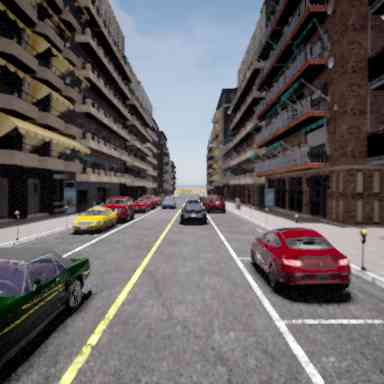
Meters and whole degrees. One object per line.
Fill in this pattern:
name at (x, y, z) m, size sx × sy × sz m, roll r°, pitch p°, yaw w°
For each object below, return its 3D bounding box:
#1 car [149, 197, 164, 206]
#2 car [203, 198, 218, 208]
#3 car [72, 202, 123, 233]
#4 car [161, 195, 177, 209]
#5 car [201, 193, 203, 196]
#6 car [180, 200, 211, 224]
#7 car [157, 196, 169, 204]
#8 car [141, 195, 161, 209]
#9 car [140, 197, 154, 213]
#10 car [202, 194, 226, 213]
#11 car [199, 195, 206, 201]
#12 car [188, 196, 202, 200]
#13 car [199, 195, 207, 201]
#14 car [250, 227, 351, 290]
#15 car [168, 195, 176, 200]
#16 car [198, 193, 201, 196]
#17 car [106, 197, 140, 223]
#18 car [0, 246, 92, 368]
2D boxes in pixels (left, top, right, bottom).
car at (-5.700, 1.543, 54.059) m, size 1.887 × 1.381 × 4.507 m, roll -1°, pitch 0°, yaw 0°
car at (2.647, 1.566, 48.453) m, size 1.947 × 1.339 × 4.313 m, roll -1°, pitch 0°, yaw 0°
car at (-5.703, 1.529, 19.901) m, size 1.752 × 1.417 × 4.829 m, roll -1°, pitch 0°, yaw 0°
car at (-3.068, 1.549, 44.979) m, size 2.033 × 1.411 × 5.357 m, roll 0°, pitch 0°, yaw 0°
car at (2.642, 1.317, 42.789) m, size 2.192 × 1.841 × 5.009 m, roll -1°, pitch 0°, yaw 0°
car at (0.105, 1.568, 24.962) m, size 1.994 × 1.385 × 4.181 m, roll 0°, pitch 0°, yaw 0°
car at (-5.699, 1.557, 65.389) m, size 1.947 × 1.339 × 4.313 m, roll -1°, pitch 0°, yaw 0°
car at (-5.705, 1.318, 42.729) m, size 2.192 × 1.841 × 5.009 m, roll -1°, pitch 0°, yaw 0°
car at (-5.701, 1.549, 37.066) m, size 1.887 × 1.381 × 4.507 m, roll -1°, pitch 0°, yaw 0°
car at (2.642, 1.319, 37.123) m, size 2.192 × 1.841 × 5.009 m, roll -1°, pitch 0°, yaw 0°
car at (2.683, 1.554, 88.105) m, size 1.802 × 1.307 × 4.206 m, roll -1°, pitch 0°, yaw 0°
car at (0.102, 1.528, 39.428) m, size 1.812 × 1.442 × 4.674 m, roll 0°, pitch 0°, yaw 0°
car at (2.682, 1.528, 82.440) m, size 2.008 × 1.369 × 4.403 m, roll -1°, pitch 0°, yaw 0°
car at (2.645, 1.584, 8.802) m, size 1.802 × 1.307 × 4.206 m, roll -1°, pitch 0°, yaw 0°
car at (-5.697, 1.517, 93.714) m, size 2.008 × 1.369 × 4.403 m, roll -1°, pitch 0°, yaw 0°
car at (2.684, 1.548, 76.775) m, size 1.947 × 1.339 × 4.313 m, roll -1°, pitch 0°, yaw 0°
car at (-5.706, 1.319, 25.736) m, size 2.192 × 1.841 × 5.009 m, roll -1°, pitch 0°, yaw 0°
car at (-3.100, 1.602, 4.962) m, size 1.895 × 1.301 × 4.718 m, roll 0°, pitch 0°, yaw 0°
